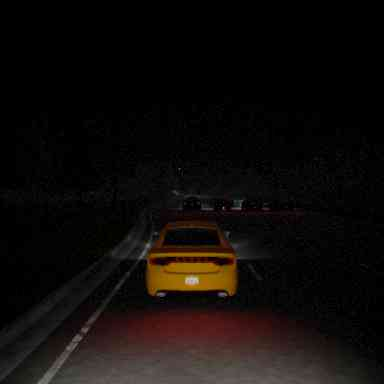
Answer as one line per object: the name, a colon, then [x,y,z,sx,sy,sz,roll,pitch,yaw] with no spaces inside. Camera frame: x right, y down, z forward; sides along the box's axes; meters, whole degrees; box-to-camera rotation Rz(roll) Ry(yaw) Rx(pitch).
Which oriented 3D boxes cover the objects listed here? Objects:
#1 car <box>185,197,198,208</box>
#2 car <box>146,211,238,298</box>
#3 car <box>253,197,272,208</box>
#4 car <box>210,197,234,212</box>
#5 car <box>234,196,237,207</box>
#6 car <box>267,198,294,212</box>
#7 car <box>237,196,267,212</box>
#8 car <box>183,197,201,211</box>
car: [-0.006,1.499,49.606,1.837,1.490,4.892,0,0,0]
car: [-0.001,1.477,8.578,1.882,1.535,5.008,0,0,0]
car: [10.494,1.520,49.607,1.812,1.442,4.674,0,0,0]
car: [3.495,1.500,39.187,1.837,1.490,4.892,0,0,0]
car: [6.994,1.346,49.577,2.097,1.767,4.553,0,0,0]
car: [10.495,1.473,39.188,1.882,1.535,5.008,0,0,0]
car: [6.995,1.487,39.187,2.128,1.511,4.902,0,0,0]
car: [-0.005,1.347,39.573,2.097,1.767,4.553,0,0,0]
